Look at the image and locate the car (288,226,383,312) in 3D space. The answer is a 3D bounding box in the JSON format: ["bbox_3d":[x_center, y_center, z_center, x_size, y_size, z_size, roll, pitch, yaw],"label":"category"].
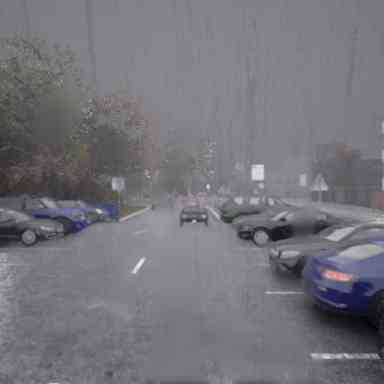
[{"bbox_3d":[4.422,1.508,6.067,4.674,1.452,2.002,0,0,0],"label":"car"}]

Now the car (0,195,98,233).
[{"bbox_3d":[-8.103,1.192,17.178,5.566,2.045,2.435,0,0,0],"label":"car"}]

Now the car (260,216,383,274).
[{"bbox_3d":[4.432,1.503,8.893,4.674,1.452,2.002,0,0,0],"label":"car"}]

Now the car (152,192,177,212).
[{"bbox_3d":[-3.213,1.095,37.713,2.150,2.045,5.566,0,0,0],"label":"car"}]

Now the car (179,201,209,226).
[{"bbox_3d":[0.135,1.543,22.999,1.895,1.301,4.718,0,0,0],"label":"car"}]

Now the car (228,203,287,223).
[{"bbox_3d":[4.445,1.481,17.371,4.674,1.452,2.002,0,0,0],"label":"car"}]

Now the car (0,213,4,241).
[{"bbox_3d":[-8.136,1.465,8.832,4.892,1.521,2.231,0,0,0],"label":"car"}]

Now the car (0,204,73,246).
[{"bbox_3d":[-8.141,1.452,14.479,4.892,1.521,2.231,0,0,0],"label":"car"}]

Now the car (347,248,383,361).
[{"bbox_3d":[4.449,1.503,3.241,4.792,1.488,2.163,0,0,0],"label":"car"}]

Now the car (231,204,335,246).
[{"bbox_3d":[4.443,1.450,14.544,5.008,1.535,2.097,0,0,0],"label":"car"}]

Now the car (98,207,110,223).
[{"bbox_3d":[-8.059,1.291,22.958,4.553,1.767,2.185,0,-1,0],"label":"car"}]

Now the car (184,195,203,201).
[{"bbox_3d":[-0.069,1.412,41.372,1.994,1.385,4.181,0,0,-3],"label":"car"}]
